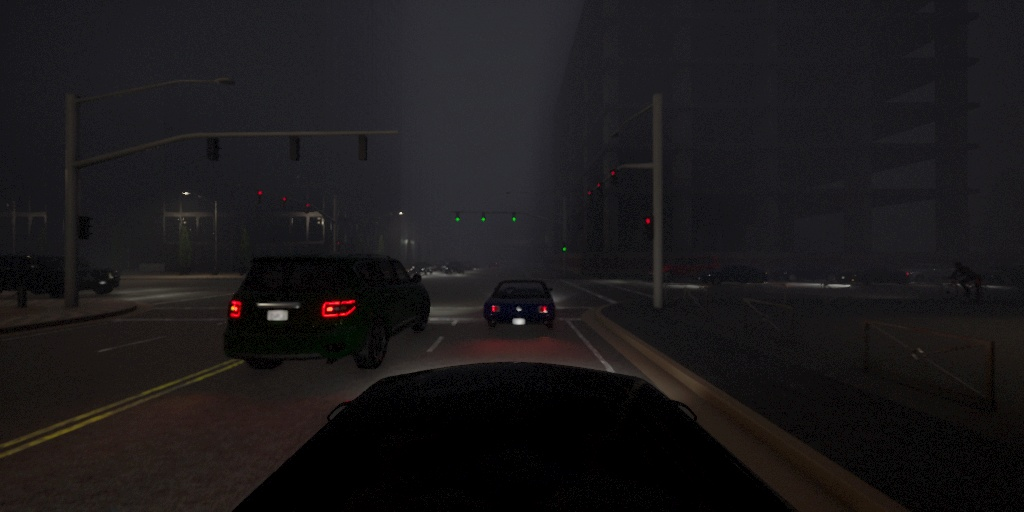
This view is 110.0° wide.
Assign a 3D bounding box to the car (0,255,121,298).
[{"bbox_3d":[-23.218,0.981,17.922,5.566,2.045,2.150,0,0,0],"label":"car"}]

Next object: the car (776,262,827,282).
[{"bbox_3d":[23.661,1.285,29.093,5.008,1.535,1.882,0,0,0],"label":"car"}]

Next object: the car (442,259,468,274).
[{"bbox_3d":[-7.103,1.430,44.835,1.837,1.490,4.892,0,0,0],"label":"car"}]

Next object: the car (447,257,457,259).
[{"bbox_3d":[-10.551,1.217,62.013,2.150,2.045,5.566,0,0,1],"label":"car"}]

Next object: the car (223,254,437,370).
[{"bbox_3d":[-3.422,0.994,7.939,2.150,2.045,5.566,0,-1,0],"label":"car"}]

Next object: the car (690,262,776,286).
[{"bbox_3d":[15.649,1.318,25.545,4.674,1.442,1.812,0,0,0],"label":"car"}]

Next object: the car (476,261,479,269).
[{"bbox_3d":[-7.034,1.531,64.486,1.812,1.442,4.674,0,0,1],"label":"car"}]

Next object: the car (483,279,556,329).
[{"bbox_3d":[0.358,1.386,11.372,1.895,1.301,4.718,0,0,4],"label":"car"}]

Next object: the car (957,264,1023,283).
[{"bbox_3d":[35.608,1.298,25.623,4.892,1.490,1.837,0,0,0],"label":"car"}]

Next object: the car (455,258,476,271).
[{"bbox_3d":[-7.090,1.442,54.292,1.882,1.535,5.008,0,0,0],"label":"car"}]

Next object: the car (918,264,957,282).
[{"bbox_3d":[33.656,1.333,29.119,4.674,1.442,1.812,0,0,0],"label":"car"}]

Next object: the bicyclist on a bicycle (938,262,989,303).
[{"bbox_3d":[18.330,1.051,14.593,0.582,1.620,1.656,0,0,0],"label":"bicyclist on a bicycle"}]

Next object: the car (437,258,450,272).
[{"bbox_3d":[-10.596,1.444,51.555,2.128,1.511,4.902,0,0,0],"label":"car"}]

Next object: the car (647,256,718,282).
[{"bbox_3d":[13.932,1.029,29.063,5.566,2.045,2.150,0,0,0],"label":"car"}]

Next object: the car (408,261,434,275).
[{"bbox_3d":[-10.604,1.420,42.212,1.837,1.490,4.892,0,0,0],"label":"car"}]

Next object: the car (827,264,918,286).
[{"bbox_3d":[25.613,1.357,25.601,4.181,1.385,1.994,0,0,0],"label":"car"}]
